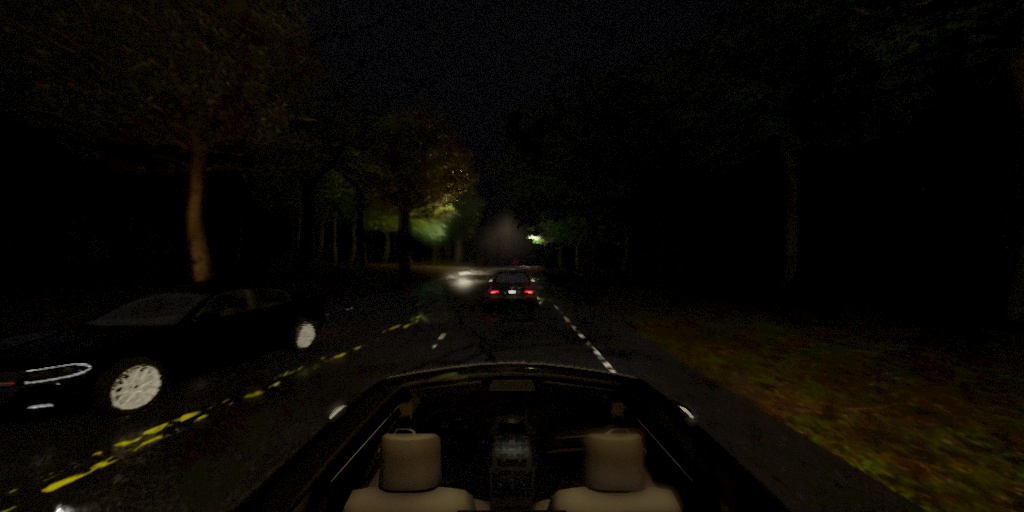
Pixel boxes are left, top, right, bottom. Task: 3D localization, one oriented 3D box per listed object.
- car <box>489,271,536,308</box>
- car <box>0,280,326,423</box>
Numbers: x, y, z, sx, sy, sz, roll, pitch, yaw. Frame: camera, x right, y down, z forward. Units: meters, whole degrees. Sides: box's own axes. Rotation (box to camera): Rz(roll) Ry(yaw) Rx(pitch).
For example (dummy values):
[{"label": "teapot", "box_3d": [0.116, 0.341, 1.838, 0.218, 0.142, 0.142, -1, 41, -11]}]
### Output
[{"label": "car", "box_3d": [0.007, 1.330, 15.241, 2.033, 1.411, 5.357, 0, 0, 0]}, {"label": "car", "box_3d": [-5.453, 1.238, 6.244, 1.882, 1.535, 5.008, 0, 0, 7]}]
